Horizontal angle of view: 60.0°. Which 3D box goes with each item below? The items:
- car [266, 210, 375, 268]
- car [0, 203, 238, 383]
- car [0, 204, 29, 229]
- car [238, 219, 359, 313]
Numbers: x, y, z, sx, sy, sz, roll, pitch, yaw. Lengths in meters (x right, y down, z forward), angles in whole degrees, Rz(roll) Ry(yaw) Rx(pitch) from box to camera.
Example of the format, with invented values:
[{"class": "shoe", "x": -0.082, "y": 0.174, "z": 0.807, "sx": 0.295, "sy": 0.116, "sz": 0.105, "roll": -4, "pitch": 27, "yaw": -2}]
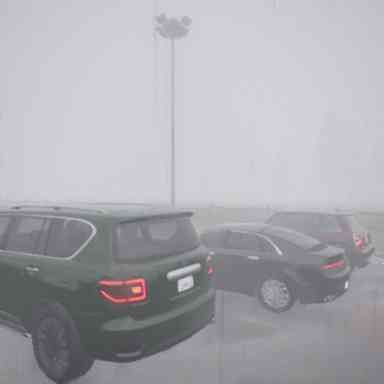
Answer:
[{"class": "car", "x": 3.084, "y": 1.328, "z": 10.412, "sx": 4.553, "sy": 1.767, "sz": 2.097, "roll": 0, "pitch": 0, "yaw": 36}, {"class": "car", "x": -2.255, "y": 1.210, "z": 5.629, "sx": 5.566, "sy": 2.045, "sz": 2.150, "roll": 0, "pitch": 0, "yaw": 36}, {"class": "car", "x": -12.737, "y": 1.524, "z": 21.791, "sx": 4.181, "sy": 1.385, "sz": 1.994, "roll": 0, "pitch": 0, "yaw": 36}, {"class": "car", "x": 0.926, "y": 1.488, "z": 7.653, "sx": 4.892, "sy": 1.490, "sz": 1.837, "roll": 0, "pitch": 0, "yaw": 36}]
